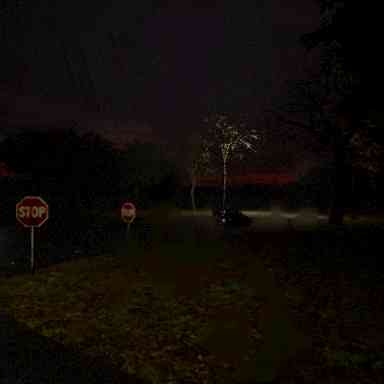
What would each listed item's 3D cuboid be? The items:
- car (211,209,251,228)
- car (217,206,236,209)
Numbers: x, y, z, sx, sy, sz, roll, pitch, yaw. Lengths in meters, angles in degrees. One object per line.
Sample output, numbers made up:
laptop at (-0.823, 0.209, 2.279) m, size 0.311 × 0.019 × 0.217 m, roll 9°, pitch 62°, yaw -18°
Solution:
car at (4.040, 2.625, 31.686) m, size 1.994 × 1.385 × 4.181 m, roll 1°, pitch -1°, yaw 36°
car at (4.444, 2.598, 44.255) m, size 2.097 × 1.767 × 4.553 m, roll 1°, pitch -1°, yaw 36°
